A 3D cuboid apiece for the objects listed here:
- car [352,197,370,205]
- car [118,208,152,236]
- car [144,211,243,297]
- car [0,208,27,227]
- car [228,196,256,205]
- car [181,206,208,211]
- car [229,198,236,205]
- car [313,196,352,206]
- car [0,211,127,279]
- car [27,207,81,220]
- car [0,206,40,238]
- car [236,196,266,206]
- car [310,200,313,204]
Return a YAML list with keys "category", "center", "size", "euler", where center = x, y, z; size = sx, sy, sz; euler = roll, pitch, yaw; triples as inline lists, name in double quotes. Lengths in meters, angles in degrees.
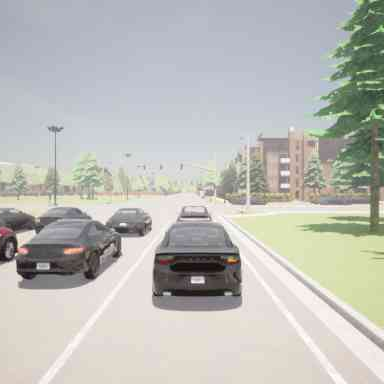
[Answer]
- category: "car"
  center: [30.024, 1.548, 60.484]
  size: [5.357, 1.411, 2.033]
  euler: [0, 0, 0]
- category: "car"
  center: [-3.377, 1.564, 18.342]
  size: [1.994, 1.385, 4.181]
  euler: [0, 0, 0]
- category: "car"
  center: [0.111, 1.478, 8.641]
  size: [1.882, 1.535, 5.008]
  euler: [0, 0, 0]
- category: "car"
  center: [-6.888, 1.352, 9.323]
  size: [2.097, 1.767, 4.553]
  euler: [0, 0, 0]
- category: "car"
  center: [9.135, 1.492, 60.620]
  size: [4.902, 1.511, 2.128]
  euler: [0, 0, 4]
- category: "car"
  center: [0.124, 1.492, 18.008]
  size: [2.128, 1.511, 4.902]
  euler: [0, 0, 0]
- category: "car"
  center: [9.141, 1.547, 56.938]
  size: [5.357, 1.411, 2.033]
  euler: [0, 0, 0]
- category: "car"
  center: [22.612, 1.353, 53.492]
  size: [4.553, 1.767, 2.097]
  euler: [0, 0, 0]
- category: "car"
  center: [-3.388, 1.526, 9.880]
  size: [1.812, 1.442, 4.674]
  euler: [0, 0, 0]
- category: "car"
  center: [-6.878, 1.526, 18.156]
  size: [1.812, 1.442, 4.674]
  euler: [0, 0, 0]
- category: "car"
  center: [-10.376, 1.564, 18.465]
  size: [1.994, 1.385, 4.181]
  euler: [0, 0, 0]
- category: "car"
  center: [9.701, 1.564, 53.440]
  size: [4.181, 1.385, 1.994]
  euler: [0, 0, 0]
- category: "car"
  center: [23.109, 1.548, 56.992]
  size: [5.357, 1.411, 2.033]
  euler: [0, 0, 0]
